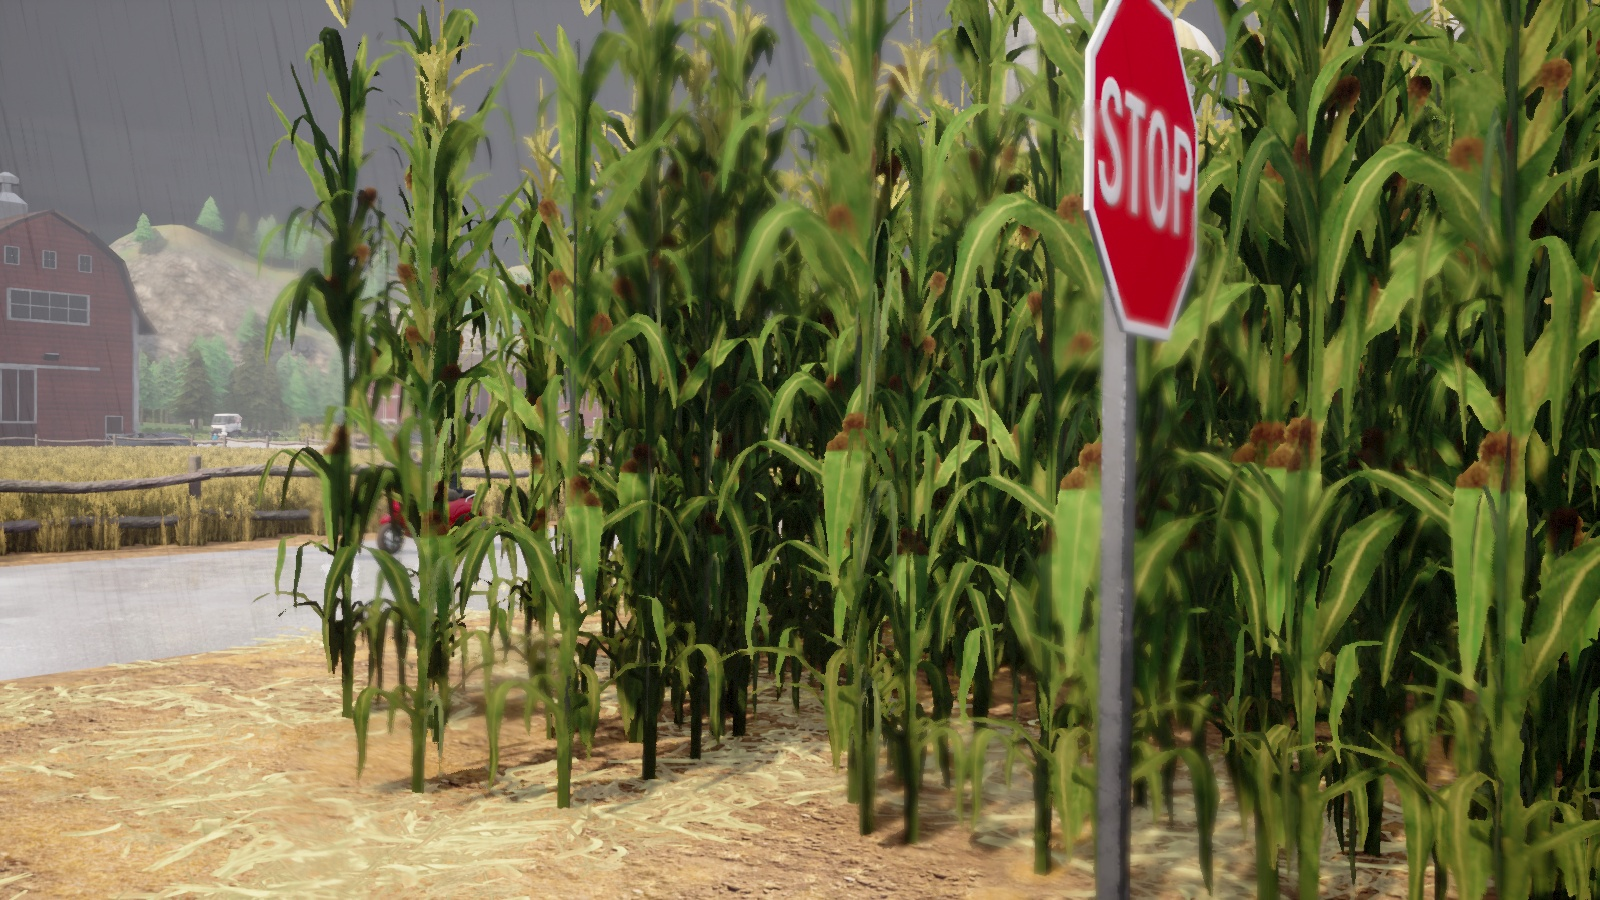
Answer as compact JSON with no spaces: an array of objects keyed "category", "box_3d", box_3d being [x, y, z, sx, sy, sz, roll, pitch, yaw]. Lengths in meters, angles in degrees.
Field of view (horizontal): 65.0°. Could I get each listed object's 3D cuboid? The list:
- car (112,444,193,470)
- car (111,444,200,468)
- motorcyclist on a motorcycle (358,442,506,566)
[{"category":"car","box_3d":[-38.838,0.384,75.312,4.193,1.474,1.816,-1,1,-31]},{"category":"car","box_3d":[-40.585,0.356,79.192,1.812,1.442,4.674,0,1,35]},{"category":"motorcyclist on a motorcycle","box_3d":[-5.014,0.695,17.219,0.866,1.590,1.817,0,1,33]}]
